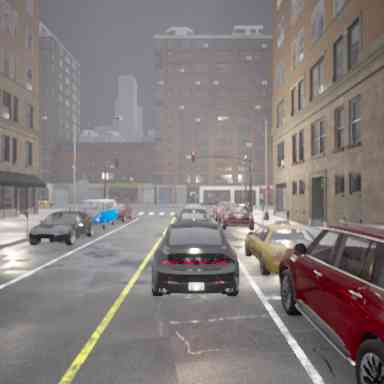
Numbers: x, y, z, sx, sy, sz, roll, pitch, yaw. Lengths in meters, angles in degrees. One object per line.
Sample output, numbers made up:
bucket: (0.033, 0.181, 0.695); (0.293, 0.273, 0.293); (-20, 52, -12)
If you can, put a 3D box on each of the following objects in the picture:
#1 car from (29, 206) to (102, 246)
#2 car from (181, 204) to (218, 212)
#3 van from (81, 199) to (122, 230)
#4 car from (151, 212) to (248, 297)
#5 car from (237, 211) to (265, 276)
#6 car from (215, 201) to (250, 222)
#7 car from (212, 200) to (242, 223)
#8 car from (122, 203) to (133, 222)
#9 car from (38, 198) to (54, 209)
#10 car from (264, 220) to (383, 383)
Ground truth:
car: (-5.853, 1.571, 15.441); (1.947, 1.339, 4.313); (1, 0, 0)
car: (0.096, 1.532, 16.234); (1.812, 1.442, 4.674); (0, 0, 0)
van: (-5.852, 1.351, 20.924); (1.690, 1.788, 3.998); (1, 0, 0)
car: (0.050, 1.506, 8.596); (1.837, 1.490, 4.892); (0, 0, -1)
car: (2.674, 1.527, 10.129); (1.752, 1.417, 4.829); (1, 0, 0)
car: (2.672, 1.450, 20.924); (1.967, 1.590, 4.097); (1, 0, 0)
car: (2.671, 1.454, 26.407); (1.967, 1.590, 4.097); (1, 0, 0)
car: (-5.855, 1.558, 26.406); (1.887, 1.381, 4.507); (1, 0, 0)
car: (-20.351, 1.342, 42.576); (5.008, 1.535, 1.882); (0, -1, 0)
car: (2.677, 1.315, 4.475); (2.192, 1.841, 5.009); (1, 0, 0)
